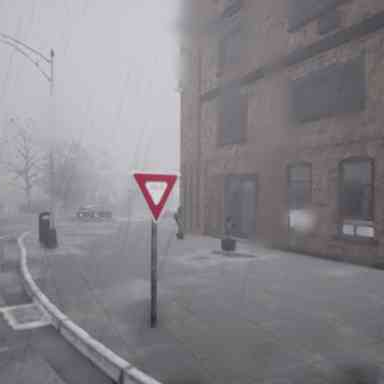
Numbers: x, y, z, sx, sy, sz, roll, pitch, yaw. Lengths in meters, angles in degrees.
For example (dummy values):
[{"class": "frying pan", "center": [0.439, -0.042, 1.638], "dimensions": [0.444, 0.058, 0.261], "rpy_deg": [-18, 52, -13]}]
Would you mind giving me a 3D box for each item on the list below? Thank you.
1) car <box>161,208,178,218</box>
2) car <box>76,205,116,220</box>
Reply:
[{"class": "car", "center": [-3.767, 3.032, 47.623], "dimensions": [2.033, 1.411, 5.357], "rpy_deg": [0, -3, 25]}, {"class": "car", "center": [-9.600, 2.076, 33.650], "dimensions": [1.837, 1.490, 4.892], "rpy_deg": [0, -4, 20]}]
